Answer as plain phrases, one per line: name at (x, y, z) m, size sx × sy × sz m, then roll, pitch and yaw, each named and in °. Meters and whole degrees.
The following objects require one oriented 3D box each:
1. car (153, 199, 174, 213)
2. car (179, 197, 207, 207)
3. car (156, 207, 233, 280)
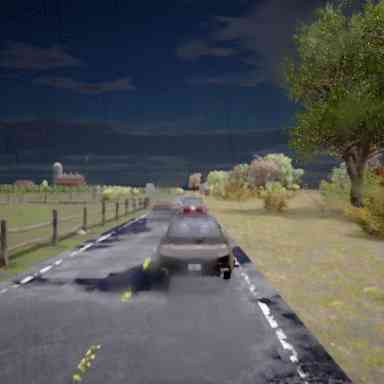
car at (-2.838, 1.376, 33.483) m, size 1.895 × 1.301 × 4.718 m, roll 0°, pitch 0°, yaw 0°
car at (0.073, 1.177, 25.778) m, size 2.097 × 1.767 × 4.553 m, roll 0°, pitch 1°, yaw 0°
car at (0.074, 1.421, 9.683) m, size 2.128 × 1.511 × 4.902 m, roll 0°, pitch 0°, yaw 0°
